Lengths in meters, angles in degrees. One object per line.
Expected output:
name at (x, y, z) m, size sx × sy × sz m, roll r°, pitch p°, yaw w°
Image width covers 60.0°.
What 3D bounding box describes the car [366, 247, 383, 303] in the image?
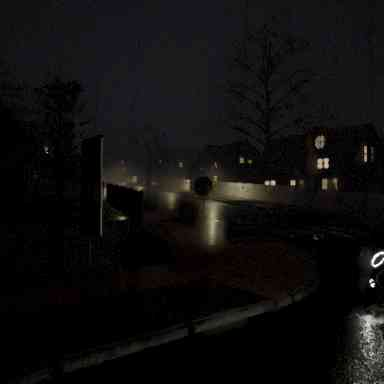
car at (5.636, 1.256, 6.959) m, size 4.553 × 1.767 × 2.097 m, roll -3°, pitch 3°, yaw -35°
